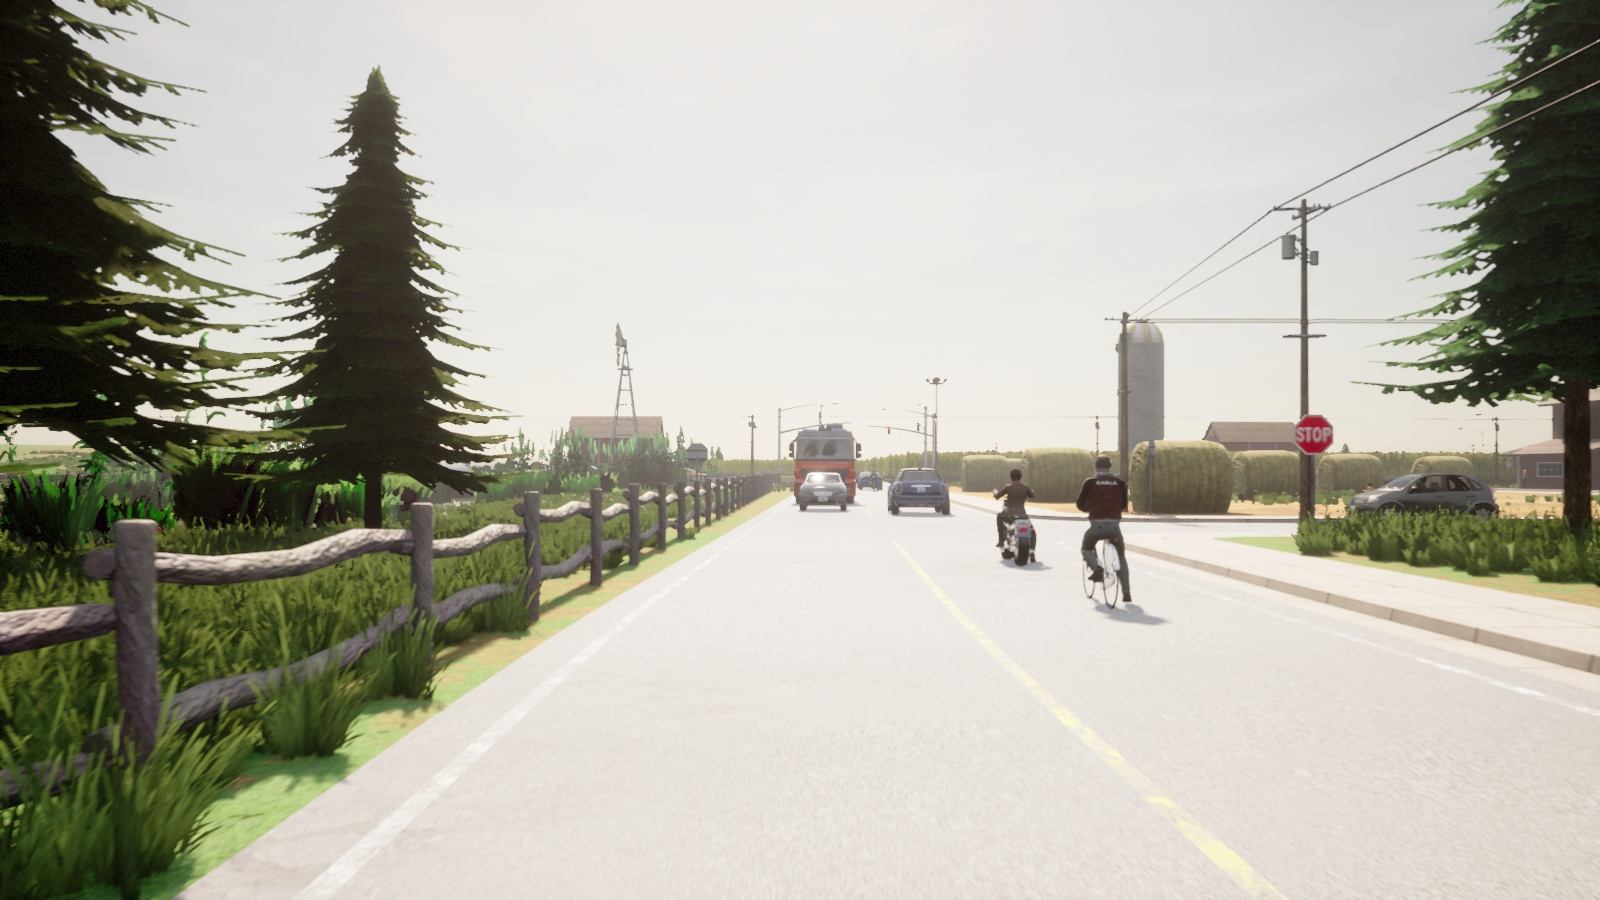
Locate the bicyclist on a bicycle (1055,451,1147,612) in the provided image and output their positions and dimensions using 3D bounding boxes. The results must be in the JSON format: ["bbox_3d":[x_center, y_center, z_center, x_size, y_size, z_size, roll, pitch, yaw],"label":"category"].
[{"bbox_3d":[3.521,0.911,14.830,0.659,1.776,1.843,0,-1,1],"label":"bicyclist on a bicycle"}]

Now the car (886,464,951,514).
[{"bbox_3d":[4.351,1.429,46.707,2.097,1.767,4.553,0,-1,2],"label":"car"}]

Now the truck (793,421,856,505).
[{"bbox_3d":[1.254,0.675,62.028,2.891,3.827,8.468,0,-1,2],"label":"truck"}]

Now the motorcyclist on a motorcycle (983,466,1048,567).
[{"bbox_3d":[3.685,1.105,21.659,0.766,1.649,2.350,0,-1,1],"label":"motorcyclist on a motorcycle"}]

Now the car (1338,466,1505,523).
[{"bbox_3d":[18.285,1.286,37.051,3.988,1.617,1.851,0,-1,-1],"label":"car"}]

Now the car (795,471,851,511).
[{"bbox_3d":[0.940,1.598,50.092,2.128,1.511,4.902,0,-1,1],"label":"car"}]
